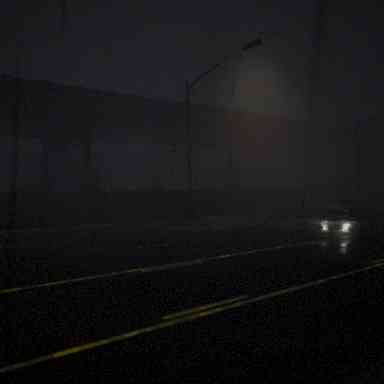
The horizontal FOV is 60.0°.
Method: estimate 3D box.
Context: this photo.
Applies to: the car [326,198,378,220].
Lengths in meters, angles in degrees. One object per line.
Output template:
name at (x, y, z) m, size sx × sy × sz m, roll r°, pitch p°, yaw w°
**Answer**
car at (12.398, 1.249, 25.701) m, size 5.008 × 1.535 × 1.882 m, roll -1°, pitch 0°, yaw -35°
